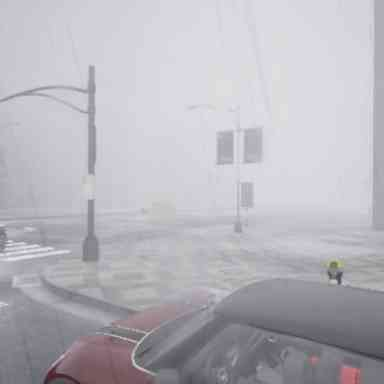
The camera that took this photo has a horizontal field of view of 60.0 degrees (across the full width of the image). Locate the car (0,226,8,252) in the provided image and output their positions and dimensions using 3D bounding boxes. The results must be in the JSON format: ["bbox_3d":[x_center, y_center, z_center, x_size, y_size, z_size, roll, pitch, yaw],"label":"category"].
[{"bbox_3d":[-8.174,1.514,11.159,2.128,1.511,4.902,0,-1,1],"label":"car"}]

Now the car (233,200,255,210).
[{"bbox_3d":[8.516,1.958,53.868,2.097,1.767,4.553,0,-1,35],"label":"car"}]

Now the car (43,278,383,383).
[{"bbox_3d":[0.648,1.436,2.500,4.097,1.590,1.967,0,0,36],"label":"car"}]

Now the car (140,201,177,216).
[{"bbox_3d":[-3.648,1.772,36.794,1.882,1.535,5.008,0,-1,35],"label":"car"}]
